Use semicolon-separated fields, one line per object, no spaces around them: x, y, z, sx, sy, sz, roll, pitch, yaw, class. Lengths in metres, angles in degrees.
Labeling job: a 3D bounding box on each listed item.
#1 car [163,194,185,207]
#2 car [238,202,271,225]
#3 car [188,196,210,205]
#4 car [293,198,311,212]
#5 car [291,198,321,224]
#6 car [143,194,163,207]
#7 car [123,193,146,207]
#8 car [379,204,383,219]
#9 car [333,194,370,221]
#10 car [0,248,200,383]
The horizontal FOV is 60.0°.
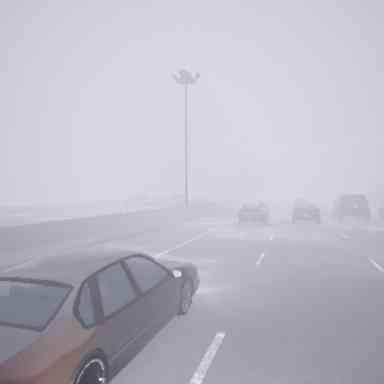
-2.022;1.253;50.365;2.150;2.045;5.566;0;0;17;car
4.543;1.488;23.968;2.128;1.511;4.902;0;0;17;car
1.275;1.540;49.188;2.033;1.411;5.357;0;0;17;car
12.982;1.498;39.342;1.837;1.490;4.892;0;0;17;car
8.476;1.474;24.831;1.882;1.535;5.008;0;-1;17;car
-5.363;1.526;51.410;1.837;1.490;4.892;0;0;17;car
-8.708;1.235;52.438;2.150;2.045;5.566;0;0;17;car
16.128;1.348;25.870;2.097;1.767;4.553;0;0;17;car
12.807;1.216;26.978;2.150;2.045;5.566;0;0;17;car
-1.438;1.546;4.741;2.033;1.411;5.357;0;0;17;car
